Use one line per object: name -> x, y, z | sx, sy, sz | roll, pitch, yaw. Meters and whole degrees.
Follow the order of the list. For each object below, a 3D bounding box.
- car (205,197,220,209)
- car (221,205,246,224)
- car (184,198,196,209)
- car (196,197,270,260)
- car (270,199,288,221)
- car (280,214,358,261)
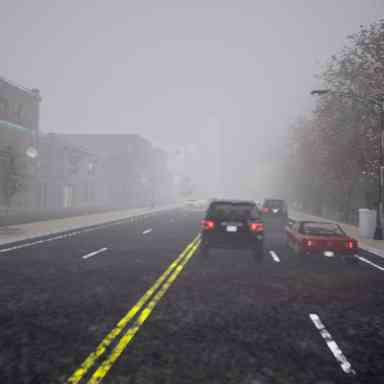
car -> 3.289, 1.722, 52.749 | 2.097, 1.767, 4.553 | 2, 0, 8
car -> 3.616, 1.856, 28.717 | 1.895, 1.301, 4.718 | 2, 0, 8
car -> -0.017, 1.751, 52.564 | 1.882, 1.535, 5.008 | 2, 0, 8
car -> 1.629, 1.330, 13.180 | 2.150, 2.045, 5.566 | 2, -1, 8
car -> 6.908, 1.574, 28.724 | 2.150, 2.045, 5.566 | 2, 0, 8
car -> 4.933, 1.814, 13.432 | 1.895, 1.301, 4.718 | 2, 0, 8
